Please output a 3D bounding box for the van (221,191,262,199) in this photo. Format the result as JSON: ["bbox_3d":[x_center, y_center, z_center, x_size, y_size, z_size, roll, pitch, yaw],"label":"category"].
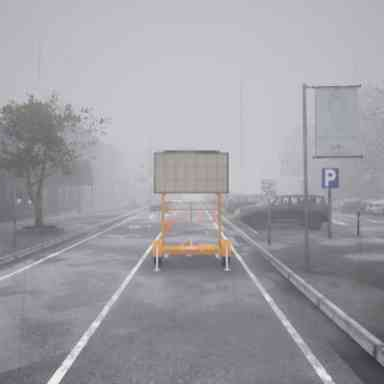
[{"bbox_3d":[5.531,1.189,34.604,4.442,1.987,1.878,0,0,0],"label":"van"}]

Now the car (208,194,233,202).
[{"bbox_3d":[5.541,1.197,65.446,4.674,1.452,2.002,0,1,0],"label":"car"}]

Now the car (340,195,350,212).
[{"bbox_3d":[18.719,1.412,35.378,5.008,1.535,2.097,0,0,0],"label":"car"}]

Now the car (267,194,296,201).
[{"bbox_3d":[18.427,1.122,68.690,5.366,1.575,1.946,0,1,0],"label":"car"}]

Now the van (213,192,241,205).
[{"bbox_3d":[5.698,1.046,54.231,4.442,1.987,1.878,0,1,0],"label":"van"}]

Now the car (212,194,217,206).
[{"bbox_3d":[5.616,1.352,45.821,4.892,1.521,2.231,0,0,0],"label":"car"}]

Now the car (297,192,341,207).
[{"bbox_3d":[18.707,1.073,49.260,5.566,2.045,2.435,0,1,0],"label":"car"}]

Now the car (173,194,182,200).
[{"bbox_3d":[-3.402,1.094,76.217,2.128,1.511,4.902,0,1,0],"label":"car"}]

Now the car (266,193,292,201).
[{"bbox_3d":[18.609,1.098,71.468,4.892,1.521,2.231,0,1,0],"label":"car"}]

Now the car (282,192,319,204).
[{"bbox_3d":[18.679,0.987,57.586,5.566,2.045,2.435,0,1,0],"label":"car"}]

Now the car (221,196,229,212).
[{"bbox_3d":[5.652,1.422,31.798,5.008,1.535,2.097,0,0,0],"label":"car"}]

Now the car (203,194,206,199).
[{"bbox_3d":[5.506,0.877,68.246,5.566,2.045,2.435,0,1,0],"label":"car"}]

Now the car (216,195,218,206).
[{"bbox_3d":[5.658,1.421,40.210,4.792,1.488,2.163,0,0,0],"label":"car"}]

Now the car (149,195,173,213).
[{"bbox_3d":[-3.420,1.377,35.635,1.882,1.535,5.008,0,0,0],"label":"car"}]

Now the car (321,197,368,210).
[{"bbox_3d":[18.677,1.419,40.928,4.792,1.488,2.163,0,0,0],"label":"car"}]

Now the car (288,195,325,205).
[{"bbox_3d":[18.845,1.264,54.813,5.366,1.575,1.946,0,1,0],"label":"car"}]

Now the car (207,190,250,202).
[{"bbox_3d":[5.563,1.049,51.427,5.566,2.045,2.435,0,1,0],"label":"car"}]

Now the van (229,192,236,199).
[{"bbox_3d":[5.783,1.203,28.995,4.442,1.987,1.878,0,0,0],"label":"van"}]

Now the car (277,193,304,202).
[{"bbox_3d":[18.662,1.056,63.140,4.553,1.767,2.185,0,1,0],"label":"car"}]

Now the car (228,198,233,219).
[{"bbox_3d":[5.500,1.439,23.388,5.366,1.575,1.946,0,0,0],"label":"car"}]

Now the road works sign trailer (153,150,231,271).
[{"bbox_3d":[-0.025,0.452,10.842,2.380,3.560,2.880,0,0,-1],"label":"road works sign trailer"}]

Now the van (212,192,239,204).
[{"bbox_3d":[5.689,1.017,57.035,4.442,1.987,1.878,0,1,0],"label":"van"}]

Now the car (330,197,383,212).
[{"bbox_3d":[18.900,1.398,38.156,5.366,1.575,1.946,0,0,0],"label":"car"}]

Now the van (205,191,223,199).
[{"bbox_3d":[5.370,0.759,82.262,4.442,1.987,1.878,0,1,0],"label":"van"}]

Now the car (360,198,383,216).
[{"bbox_3d":[18.715,1.177,29.826,5.566,2.045,2.435,0,0,0],"label":"car"}]

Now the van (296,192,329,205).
[{"bbox_3d":[18.785,1.070,52.037,4.442,1.987,1.878,0,1,0],"label":"van"}]

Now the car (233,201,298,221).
[{"bbox_3d":[5.679,1.476,26.192,4.674,1.452,2.002,0,0,0],"label":"car"}]

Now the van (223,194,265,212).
[{"bbox_3d":[5.755,1.177,37.407,4.442,1.987,1.878,0,0,0],"label":"van"}]

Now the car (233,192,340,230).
[{"bbox_3d":[5.666,1.198,20.584,5.566,2.045,2.435,0,0,0],"label":"car"}]

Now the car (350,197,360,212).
[{"bbox_3d":[18.728,1.422,32.601,4.892,1.521,2.231,0,0,0],"label":"car"}]
